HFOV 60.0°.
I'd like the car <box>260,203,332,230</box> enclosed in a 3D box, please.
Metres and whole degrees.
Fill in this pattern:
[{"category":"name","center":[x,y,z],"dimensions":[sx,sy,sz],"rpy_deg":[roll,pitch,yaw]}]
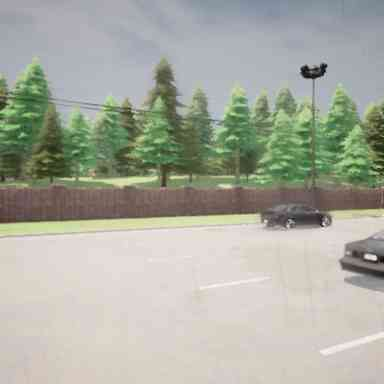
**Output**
[{"category":"car","center":[6.489,1.461,20.583],"dimensions":[4.892,1.490,1.837],"rpy_deg":[0,0,-27]}]

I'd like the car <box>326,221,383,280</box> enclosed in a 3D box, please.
[{"category":"car","center":[6.317,1.527,8.737],"dimensions":[5.357,1.411,2.033],"rpy_deg":[0,0,-27]}]
